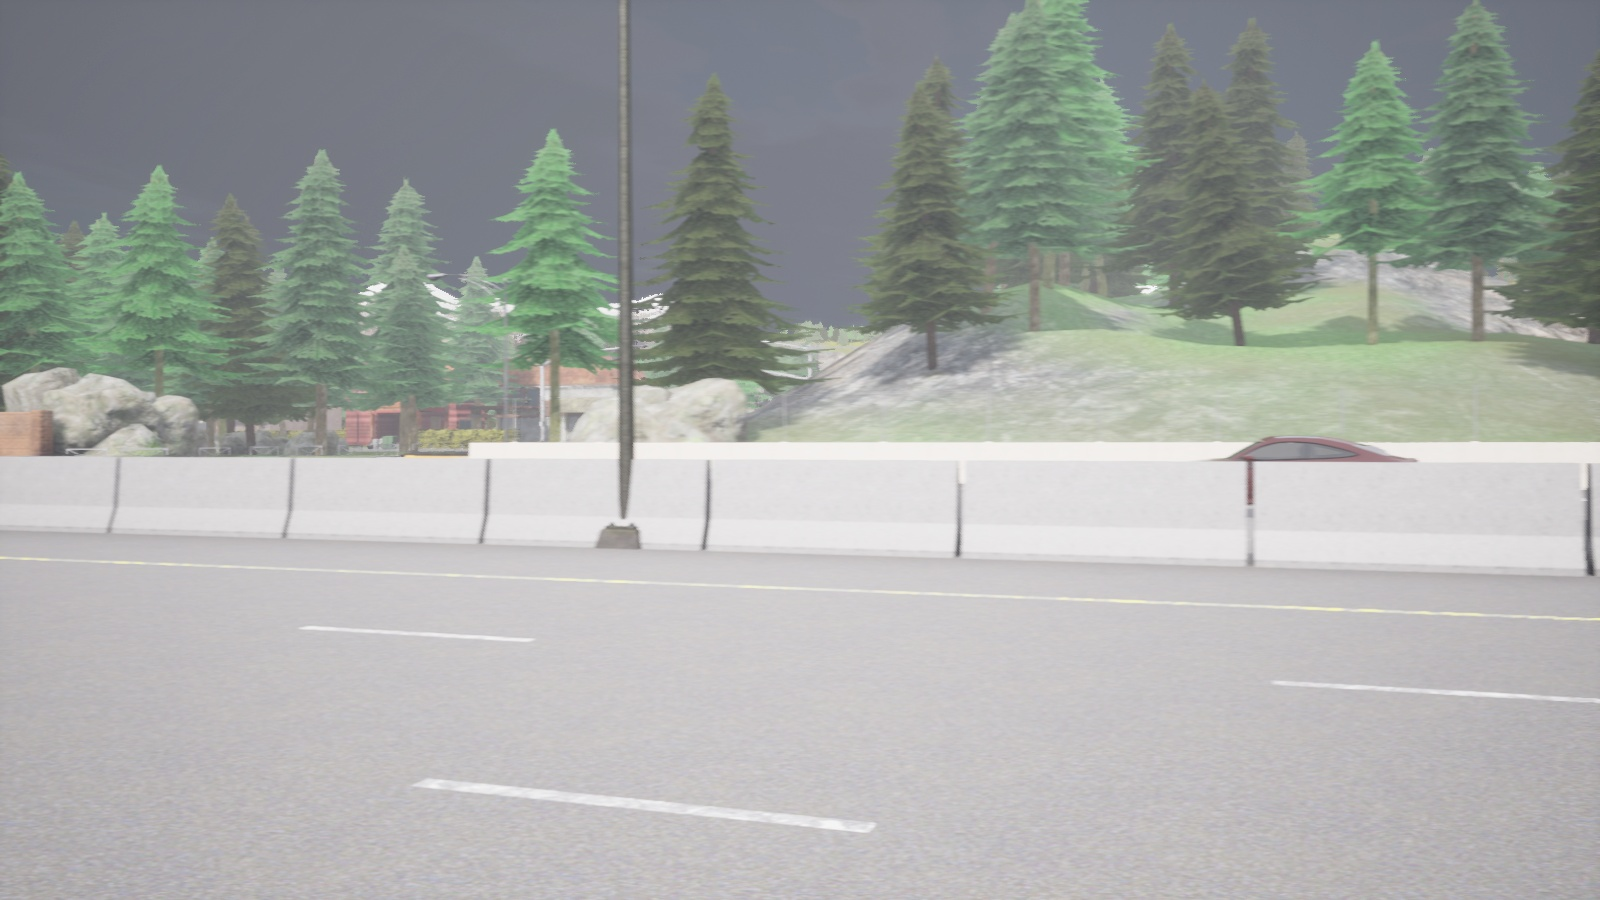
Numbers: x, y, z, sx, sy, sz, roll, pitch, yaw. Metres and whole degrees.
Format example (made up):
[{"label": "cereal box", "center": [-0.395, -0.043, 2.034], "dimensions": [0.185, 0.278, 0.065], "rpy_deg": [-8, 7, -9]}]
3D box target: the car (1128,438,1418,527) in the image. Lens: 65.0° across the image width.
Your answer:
[{"label": "car", "center": [8.362, 0.523, 22.533], "dimensions": [4.674, 1.442, 1.812], "rpy_deg": [1, 1, 19]}]
